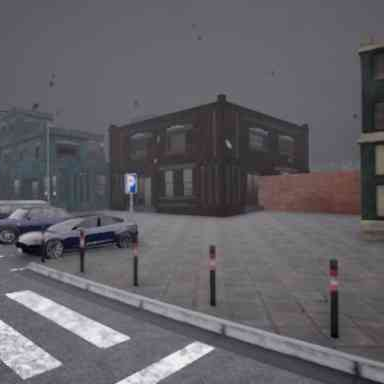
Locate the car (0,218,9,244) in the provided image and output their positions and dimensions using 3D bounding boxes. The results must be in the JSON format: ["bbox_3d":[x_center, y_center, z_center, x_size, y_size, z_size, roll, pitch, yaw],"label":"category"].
[{"bbox_3d":[-7.907,1.638,10.516,4.902,1.511,2.128,-1,-1,42],"label":"car"}]

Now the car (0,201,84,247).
[{"bbox_3d":[-8.359,1.564,17.183,2.185,1.767,4.553,-1,-1,43],"label":"car"}]
